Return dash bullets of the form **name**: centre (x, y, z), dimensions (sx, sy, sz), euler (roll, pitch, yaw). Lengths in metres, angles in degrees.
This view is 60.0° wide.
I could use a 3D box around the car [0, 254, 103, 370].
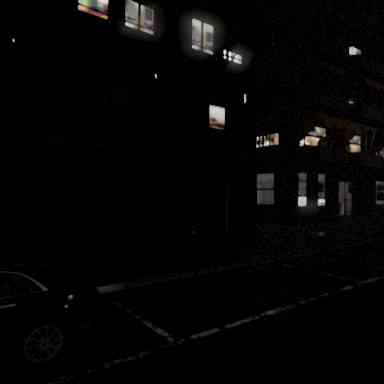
- **car**: centre (-3.355, 1.551, 4.117), dimensions (4.403, 1.369, 2.008), euler (0, 1, -36)
